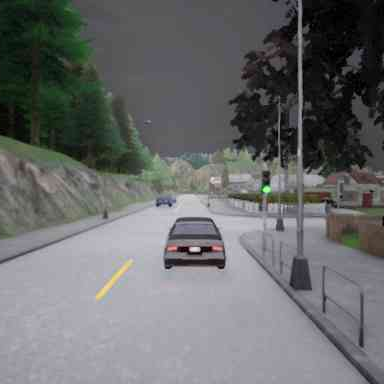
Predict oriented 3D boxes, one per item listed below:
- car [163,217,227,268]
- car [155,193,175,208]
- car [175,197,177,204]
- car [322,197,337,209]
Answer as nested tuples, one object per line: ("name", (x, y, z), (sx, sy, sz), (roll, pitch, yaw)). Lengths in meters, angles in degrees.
("car", (0.082, 1.543, 11.167), (2.033, 1.411, 5.357), (0, 0, 0))
("car", (-4.083, 1.201, 49.217), (2.150, 2.045, 5.566), (0, 0, 0))
("car", (-4.017, 1.453, 65.429), (1.882, 1.535, 5.008), (0, 0, 0))
("car", (15.782, 1.286, 39.966), (1.994, 1.381, 4.181), (0, 0, 0))
